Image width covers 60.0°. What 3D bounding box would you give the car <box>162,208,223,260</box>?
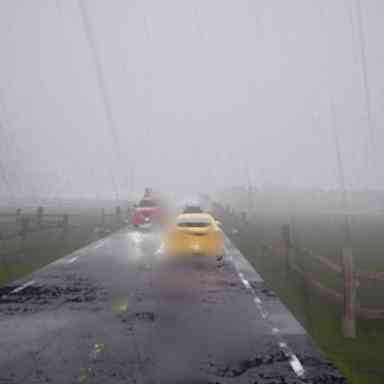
[{"bbox_3d":[0.097,1.588,12.930,1.882,1.535,5.008,0,-1,0],"label":"car"}]

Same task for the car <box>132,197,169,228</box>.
[{"bbox_3d":[-2.839,1.430,24.094,2.150,2.045,5.566,0,0,0],"label":"car"}]

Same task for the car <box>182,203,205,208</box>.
[{"bbox_3d":[0.106,1.764,29.832,1.837,1.490,4.892,0,-1,0],"label":"car"}]
